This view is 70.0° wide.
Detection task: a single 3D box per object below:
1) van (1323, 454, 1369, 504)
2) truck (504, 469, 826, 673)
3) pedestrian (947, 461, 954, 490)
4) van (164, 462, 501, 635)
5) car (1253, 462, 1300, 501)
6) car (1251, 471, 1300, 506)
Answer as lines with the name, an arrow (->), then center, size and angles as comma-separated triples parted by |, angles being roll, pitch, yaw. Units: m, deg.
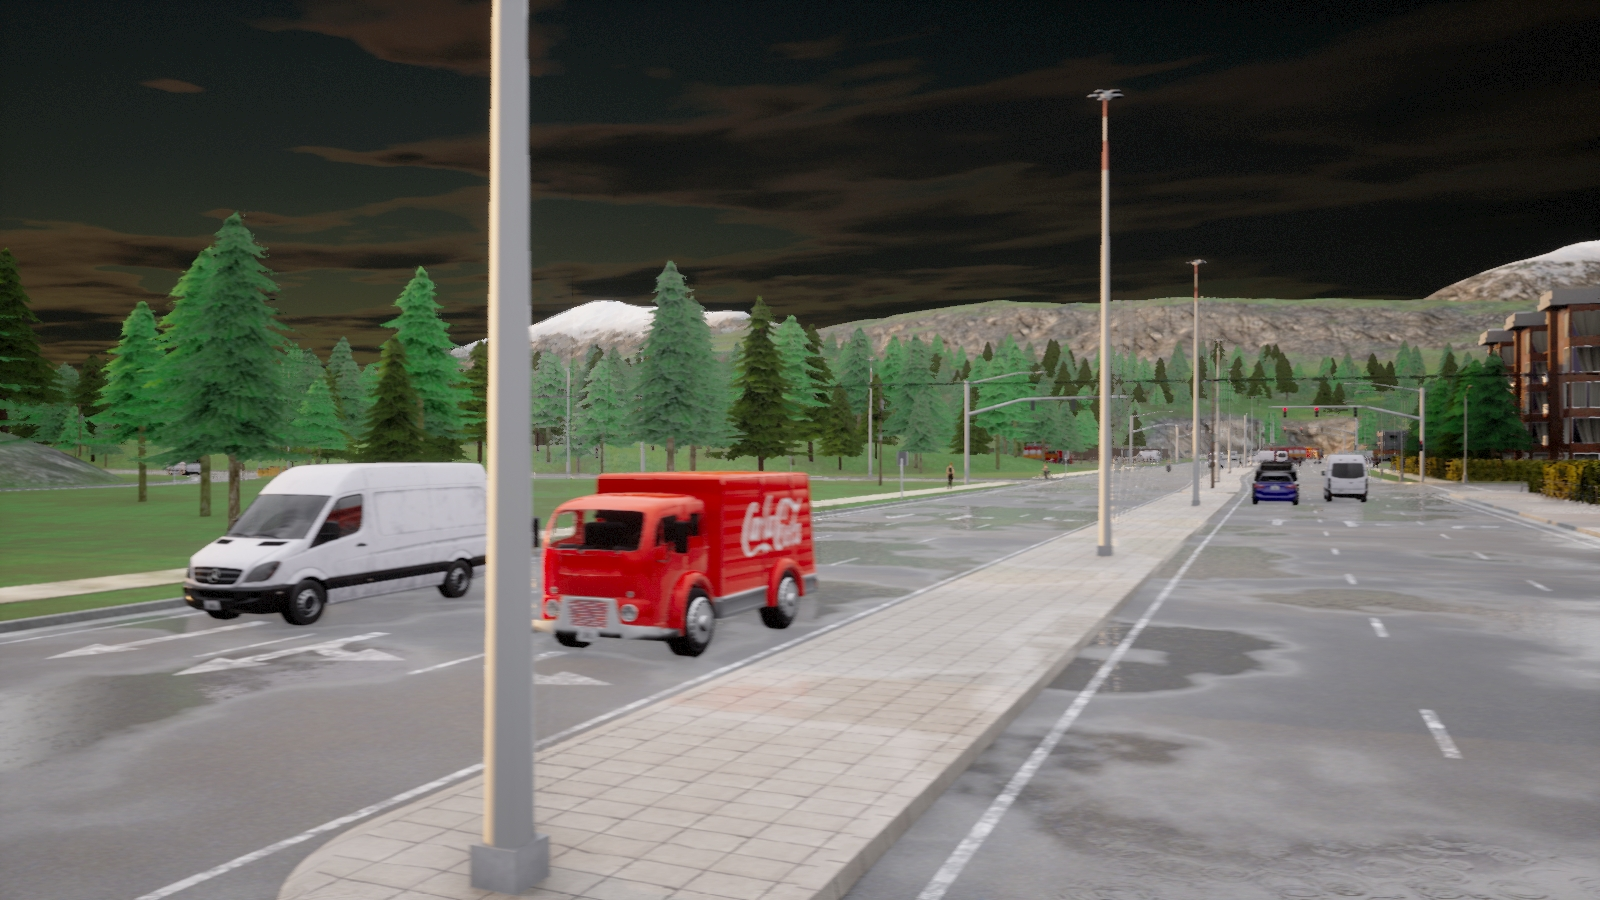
van -> 30.105, 1.531, 63.115 | 1.988, 2.561, 5.915 | 0, 0, 23
truck -> -1.769, 1.566, 17.223 | 2.627, 2.467, 5.204 | 0, 0, 22
pedestrian -> 9.983, 1.689, 75.964 | 0.375, 1.860, 0.375 | 0, 0, 24
van -> -8.015, 1.531, 20.435 | 1.988, 2.561, 5.915 | 0, 0, 23
car -> 27.522, 1.750, 65.967 | 2.390, 2.098, 6.274 | 0, 0, 23
car -> 24.764, 1.964, 59.473 | 2.242, 1.667, 4.611 | 0, 0, 23
